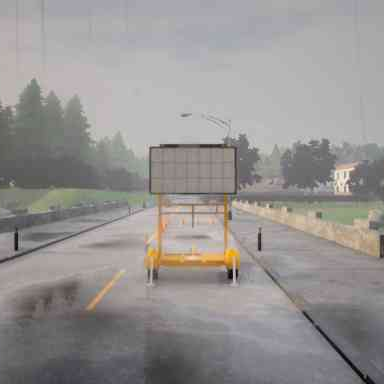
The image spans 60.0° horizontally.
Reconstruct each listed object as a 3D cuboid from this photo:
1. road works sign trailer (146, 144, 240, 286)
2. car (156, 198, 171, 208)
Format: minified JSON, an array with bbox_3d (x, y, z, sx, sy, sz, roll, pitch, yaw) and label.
[{"bbox_3d":[0.026,0.464,9.353,2.380,3.560,2.880,0,0,0],"label":"road works sign trailer"},{"bbox_3d":[-3.968,1.547,47.877,2.033,1.411,5.357,0,0,0],"label":"car"}]
